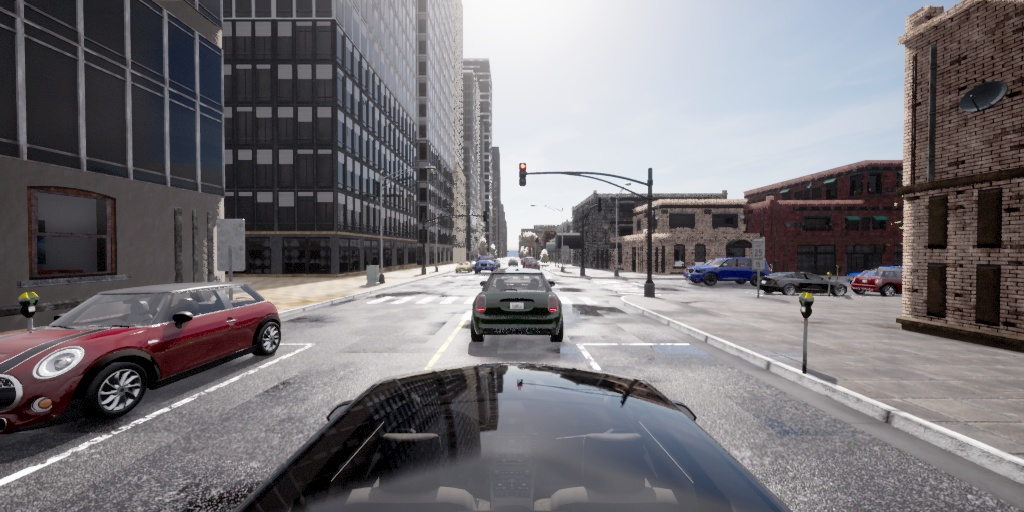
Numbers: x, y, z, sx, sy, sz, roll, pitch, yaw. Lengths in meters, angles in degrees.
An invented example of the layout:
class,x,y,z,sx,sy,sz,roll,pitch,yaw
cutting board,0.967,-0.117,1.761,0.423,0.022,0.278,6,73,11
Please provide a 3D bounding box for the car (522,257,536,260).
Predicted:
class,x,y,z,sx,sy,sz,roll,pitch,yaw
car,2.781,1.179,49.134,1.967,1.591,4.097,0,0,0

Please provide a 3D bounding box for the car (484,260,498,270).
class,x,y,z,sx,sy,sz,roll,pitch,yaw
car,-2.997,1.264,51.686,1.812,1.442,4.674,0,0,0

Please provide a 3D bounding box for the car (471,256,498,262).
class,x,y,z,sx,sy,sz,roll,pitch,yaw
car,-3.012,0.962,41.496,2.150,2.045,5.566,0,0,1

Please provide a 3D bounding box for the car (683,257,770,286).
class,x,y,z,sx,sy,sz,roll,pitch,yaw
car,15.777,1.105,26.234,5.566,2.045,2.150,1,1,1

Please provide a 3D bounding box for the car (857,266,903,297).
class,x,y,z,sx,sy,sz,roll,pitch,yaw
car,21.994,1.474,20.364,4.097,1.591,1.967,0,0,1

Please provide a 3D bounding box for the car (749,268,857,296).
class,x,y,z,sx,sy,sz,roll,pitch,yaw
car,16.447,1.547,20.446,4.313,1.339,1.948,0,0,1

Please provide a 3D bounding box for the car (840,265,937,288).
class,x,y,z,sx,sy,sz,roll,pitch,yaw
car,27.262,1.471,26.067,5.008,1.535,1.882,0,1,1

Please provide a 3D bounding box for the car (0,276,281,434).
class,x,y,z,sx,sy,sz,roll,pitch,yaw
car,-5.684,1.189,5.613,1.967,1.591,4.097,0,0,0

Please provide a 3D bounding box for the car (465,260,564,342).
class,x,y,z,sx,sy,sz,roll,pitch,yaw
car,0.150,1.100,9.910,2.097,1.767,4.553,0,0,1

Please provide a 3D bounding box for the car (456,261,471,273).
class,x,y,z,sx,sy,sz,roll,pitch,yaw
car,-5.749,1.265,43.391,1.751,1.417,4.829,0,0,0
